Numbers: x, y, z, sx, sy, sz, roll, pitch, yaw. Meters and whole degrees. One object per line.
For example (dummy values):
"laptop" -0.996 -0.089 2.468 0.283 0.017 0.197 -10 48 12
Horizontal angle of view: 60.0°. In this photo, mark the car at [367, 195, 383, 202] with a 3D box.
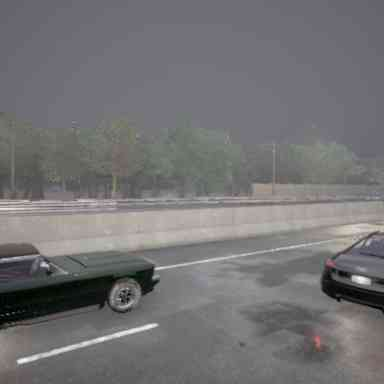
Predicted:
"car" 31.502 1.248 56.380 4.181 1.385 1.994 0 0 -35

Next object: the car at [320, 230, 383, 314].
"car" 4.617 1.512 7.029 4.181 1.385 1.994 0 0 -35

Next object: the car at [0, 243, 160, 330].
"car" -2.982 1.595 5.919 4.718 1.301 1.895 -1 0 -35
